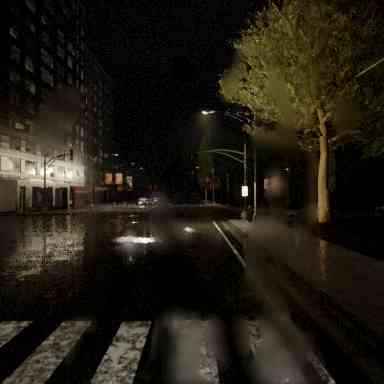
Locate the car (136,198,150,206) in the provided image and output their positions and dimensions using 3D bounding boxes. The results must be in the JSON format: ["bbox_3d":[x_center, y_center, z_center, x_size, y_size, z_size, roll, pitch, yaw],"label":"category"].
[{"bbox_3d":[-9.627,1.922,64.617,2.128,1.511,4.902,0,-1,1],"label":"car"}]

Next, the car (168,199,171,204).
[{"bbox_3d":[-6.314,2.039,74.300,1.882,1.535,5.008,0,-1,0],"label":"car"}]

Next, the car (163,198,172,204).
[{"bbox_3d":[-6.288,2.311,84.625,1.895,1.301,4.718,0,-1,0],"label":"car"}]

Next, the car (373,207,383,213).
[{"bbox_3d":[42.449,3.999,74.974,5.357,1.411,2.033,4,-3,-45],"label":"car"}]

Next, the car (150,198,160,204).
[{"bbox_3d":[-9.536,2.267,85.456,2.033,1.411,5.357,0,-1,0],"label":"car"}]

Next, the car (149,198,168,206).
[{"bbox_3d":[-6.378,1.975,64.351,2.033,1.411,5.357,0,-1,1],"label":"car"}]

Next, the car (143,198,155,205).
[{"bbox_3d":[-9.563,2.110,74.913,2.033,1.411,5.357,0,-1,0],"label":"car"}]
